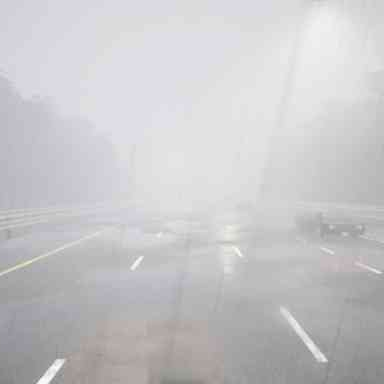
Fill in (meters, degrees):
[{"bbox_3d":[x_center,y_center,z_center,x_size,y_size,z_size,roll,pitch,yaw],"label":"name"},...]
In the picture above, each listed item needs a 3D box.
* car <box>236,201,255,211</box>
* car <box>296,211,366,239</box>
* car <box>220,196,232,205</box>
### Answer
[{"bbox_3d":[7.075,1.873,44.583,1.895,1.301,4.718,0,-1,0],"label":"car"},{"bbox_3d":[7.003,1.648,17.432,1.895,1.301,4.718,0,0,0],"label":"car"},{"bbox_3d":[7.223,1.787,70.936,2.150,2.045,5.566,0,-1,0],"label":"car"}]
